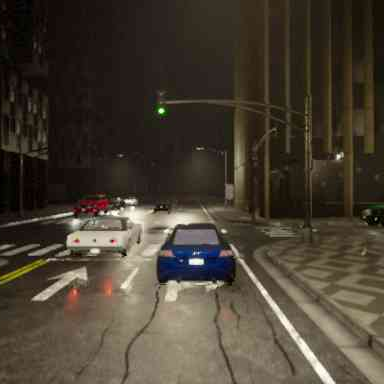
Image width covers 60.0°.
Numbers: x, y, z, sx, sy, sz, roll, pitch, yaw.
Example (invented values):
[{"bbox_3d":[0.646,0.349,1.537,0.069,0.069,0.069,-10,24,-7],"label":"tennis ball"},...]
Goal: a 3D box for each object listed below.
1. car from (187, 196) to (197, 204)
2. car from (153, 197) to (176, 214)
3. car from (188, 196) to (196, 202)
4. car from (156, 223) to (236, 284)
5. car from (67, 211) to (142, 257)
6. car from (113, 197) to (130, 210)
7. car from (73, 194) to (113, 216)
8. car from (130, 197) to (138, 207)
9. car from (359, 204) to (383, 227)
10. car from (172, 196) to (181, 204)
[{"bbox_3d":[0.014,1.589,64.126,2.033,1.411,5.357,0,0,0],"label":"car"},{"bbox_3d":[-3.148,1.594,36.627,2.033,1.411,5.357,0,0,0],"label":"car"},{"bbox_3d":[0.007,1.621,76.883,1.895,1.301,4.718,0,0,0],"label":"car"},{"bbox_3d":[0.103,1.585,9.694,1.994,1.385,4.181,0,0,0],"label":"car"},{"bbox_3d":[-3.149,1.628,13.046,1.895,1.301,4.718,0,0,0],"label":"car"},{"bbox_3d":[-9.836,1.538,43.003,2.128,1.511,4.902,0,0,0],"label":"car"},{"bbox_3d":[-9.847,1.268,32.931,2.150,2.045,5.566,0,0,0],"label":"car"},{"bbox_3d":[-9.782,1.570,53.047,1.812,1.442,4.674,0,0,0],"label":"car"},{"bbox_3d":[13.570,1.195,20.800,5.566,2.045,2.150,0,-1,2],"label":"car"},{"bbox_3d":[-3.220,1.548,65.933,1.837,1.490,4.892,0,1,0],"label":"car"}]
